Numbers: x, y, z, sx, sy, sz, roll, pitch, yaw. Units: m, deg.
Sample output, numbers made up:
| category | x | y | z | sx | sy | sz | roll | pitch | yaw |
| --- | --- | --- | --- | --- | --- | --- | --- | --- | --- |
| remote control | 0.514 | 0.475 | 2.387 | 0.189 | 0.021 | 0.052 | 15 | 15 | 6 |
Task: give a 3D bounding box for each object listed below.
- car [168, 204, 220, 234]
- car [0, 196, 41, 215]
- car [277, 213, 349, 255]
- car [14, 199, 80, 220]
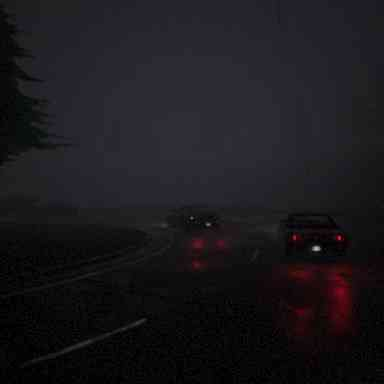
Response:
| category | x | y | z | sx | sy | sz | roll | pitch | yaw |
| --- | --- | --- | --- | --- | --- | --- | --- | --- | --- |
| car | 0.047 | 1.412 | 18.682 | 1.812 | 1.442 | 4.674 | -1 | 0 | -19 |
| car | -17.362 | 1.424 | 32.183 | 5.566 | 2.045 | 2.150 | -1 | 0 | -14 |
| car | 4.287 | 1.429 | 12.459 | 1.895 | 1.301 | 4.718 | -1 | 0 | 11 |
| car | -12.451 | 1.599 | 29.355 | 4.902 | 1.511 | 2.128 | -1 | 0 | -1 |
